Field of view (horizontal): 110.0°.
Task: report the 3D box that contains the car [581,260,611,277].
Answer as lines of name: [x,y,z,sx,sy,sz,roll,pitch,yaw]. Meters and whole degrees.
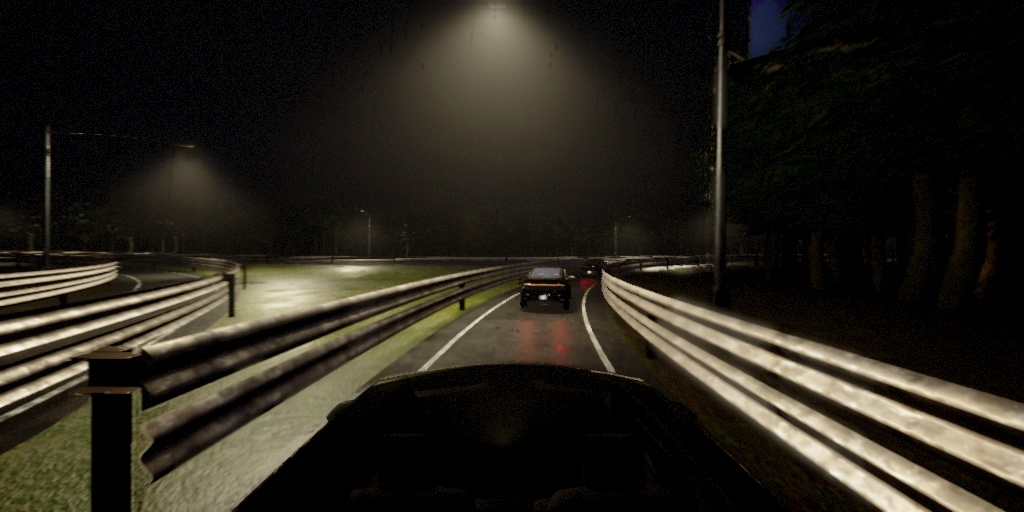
car: [7.637,1.068,32.422,1.837,1.490,4.892,0,1,27]

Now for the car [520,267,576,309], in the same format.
car: [1.549,1.209,14.837,2.128,1.511,4.902,1,0,11]
